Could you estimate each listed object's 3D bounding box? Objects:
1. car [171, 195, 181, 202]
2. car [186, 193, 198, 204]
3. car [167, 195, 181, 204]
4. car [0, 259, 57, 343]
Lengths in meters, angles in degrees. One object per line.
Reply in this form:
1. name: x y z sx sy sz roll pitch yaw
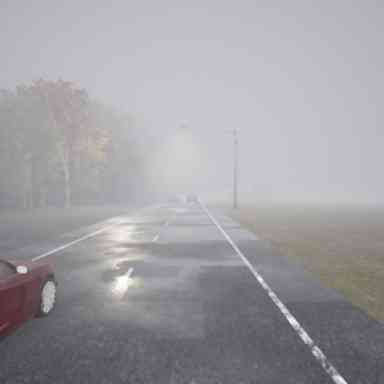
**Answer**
1. car: -3.489 1.420 72.801 1.895 1.301 4.718 0 0 0
2. car: 0.010 1.183 62.376 2.150 2.045 5.566 0 0 0
3. car: -3.490 1.313 62.700 2.097 1.767 4.553 0 0 0
4. car: -3.497 1.491 4.357 1.882 1.535 5.008 0 0 0
